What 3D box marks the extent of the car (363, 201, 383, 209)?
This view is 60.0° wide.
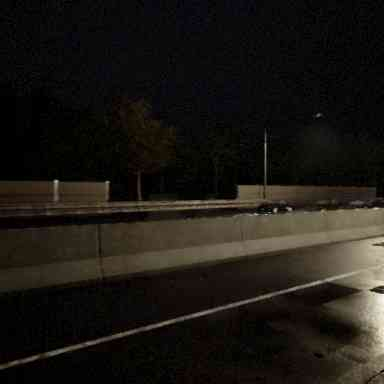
[{"bbox_3d":[17.563,1.508,29.404,4.892,1.490,1.837,1,0,-35],"label":"car"}]

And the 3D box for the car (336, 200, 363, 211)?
[{"bbox_3d":[16.665,1.566,33.056,4.181,1.385,1.994,0,0,-35],"label":"car"}]

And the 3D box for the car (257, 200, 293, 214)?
[{"bbox_3d":[8.789,1.566,35.150,4.181,1.385,1.994,0,0,-38],"label":"car"}]

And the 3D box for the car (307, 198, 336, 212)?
[{"bbox_3d":[14.401,1.481,35.741,5.008,1.535,1.882,-1,0,-35],"label":"car"}]
